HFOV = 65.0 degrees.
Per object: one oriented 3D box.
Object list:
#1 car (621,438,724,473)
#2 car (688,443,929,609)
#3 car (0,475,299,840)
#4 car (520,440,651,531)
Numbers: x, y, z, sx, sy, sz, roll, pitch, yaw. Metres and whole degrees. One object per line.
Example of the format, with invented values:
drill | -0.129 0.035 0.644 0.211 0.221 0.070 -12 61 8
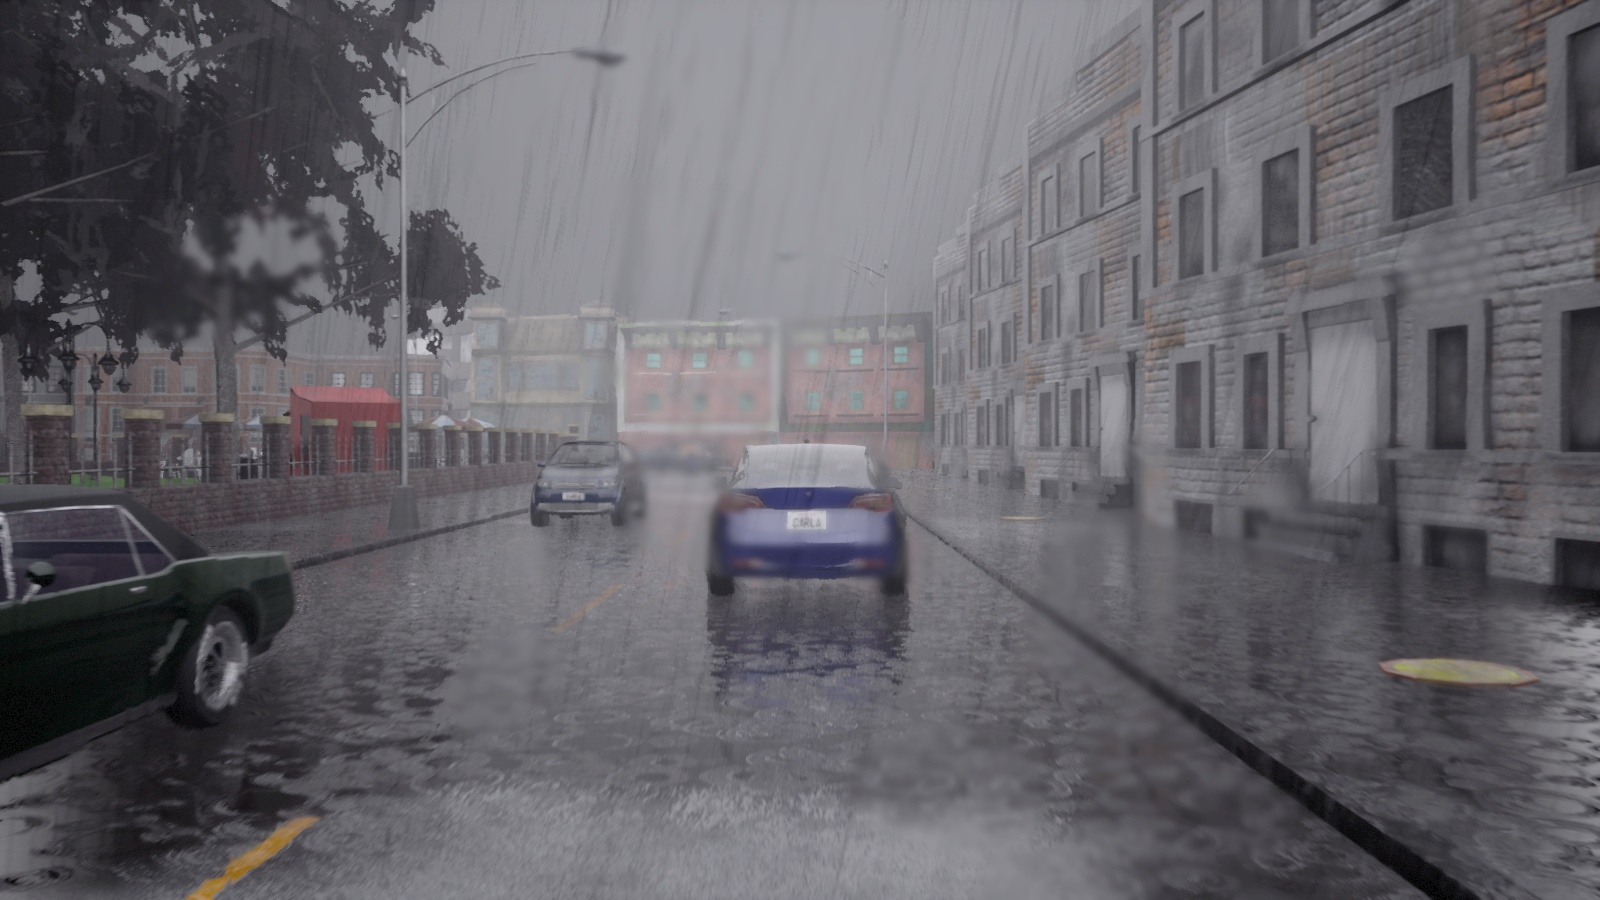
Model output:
car | -6.262 0.238 61.688 4.611 1.667 2.242 0 0 29
car | 0.084 0.669 13.686 2.163 1.488 4.792 0 0 0
car | -3.956 0.815 5.153 1.895 1.301 4.718 0 0 0
car | -3.875 0.590 23.269 1.789 1.549 3.705 0 0 0
